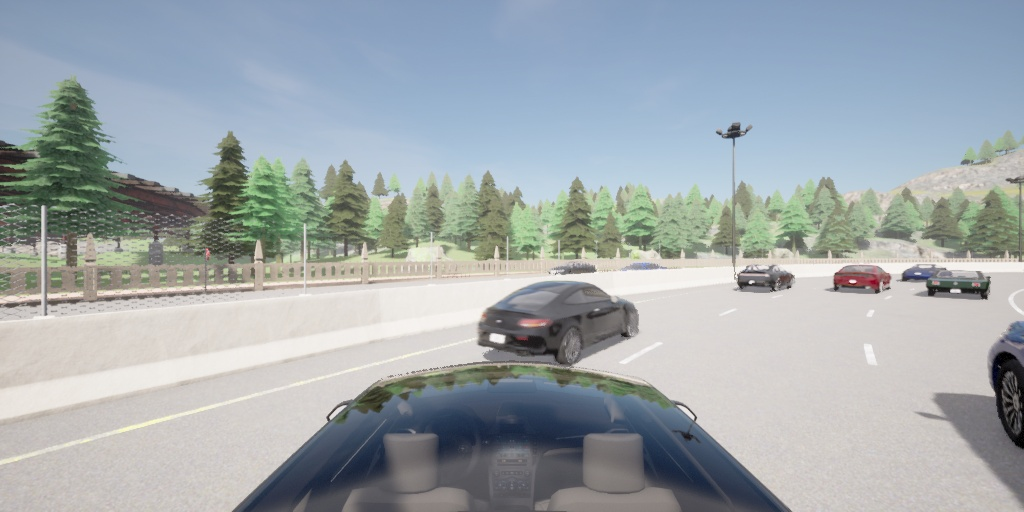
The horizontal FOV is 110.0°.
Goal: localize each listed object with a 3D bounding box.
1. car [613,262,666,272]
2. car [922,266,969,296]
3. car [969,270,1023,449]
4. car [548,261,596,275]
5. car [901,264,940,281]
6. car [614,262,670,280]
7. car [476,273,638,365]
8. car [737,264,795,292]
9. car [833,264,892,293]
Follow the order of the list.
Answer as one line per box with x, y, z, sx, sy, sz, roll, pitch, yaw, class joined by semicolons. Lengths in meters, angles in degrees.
9.114;1.222;25.671;5.008;1.535;1.882;0;0;-38;car
22.645;1.347;18.143;4.718;1.301;1.895;0;0;-36;car
5.001;0.969;1.768;2.150;2.045;5.566;0;0;39;car
5.314;1.235;31.570;4.902;1.511;2.128;0;0;-38;car
32.624;1.308;28.133;4.181;1.385;1.994;0;0;-27;car
11.641;1.291;32.025;5.357;1.411;2.033;0;0;-35;car
1.222;1.274;8.029;1.812;1.442;4.674;0;0;40;car
15.061;1.238;21.208;4.902;1.511;2.128;0;0;-39;car
20.355;1.224;20.778;5.008;1.535;1.882;0;0;-36;car
